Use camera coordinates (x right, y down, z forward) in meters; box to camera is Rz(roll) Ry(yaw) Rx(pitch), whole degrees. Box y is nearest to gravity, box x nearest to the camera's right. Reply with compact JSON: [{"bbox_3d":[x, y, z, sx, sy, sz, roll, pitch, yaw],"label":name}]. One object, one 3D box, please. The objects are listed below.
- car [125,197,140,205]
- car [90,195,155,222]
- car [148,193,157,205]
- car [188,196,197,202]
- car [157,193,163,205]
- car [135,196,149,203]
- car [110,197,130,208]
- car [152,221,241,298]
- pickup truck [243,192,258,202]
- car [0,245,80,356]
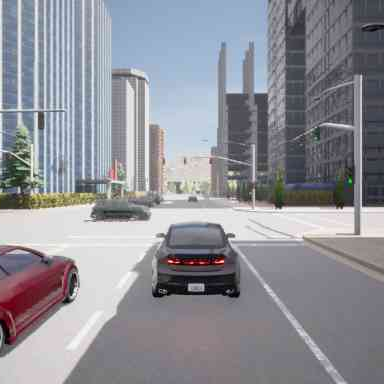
[{"bbox_3d":[-10.451,1.564,58.857,1.994,1.385,4.181,0,0,0],"label":"car"},{"bbox_3d":[-5.453,1.352,25.870,4.553,1.767,2.097,0,0,1],"label":"car"},{"bbox_3d":[-6.980,1.352,49.674,2.097,1.767,4.553,0,0,0],"label":"car"},{"bbox_3d":[0.157,1.524,75.591,1.812,1.442,4.674,0,0,0],"label":"car"},{"bbox_3d":[-6.947,1.222,59.514,2.150,2.045,5.566,0,0,1],"label":"car"},{"bbox_3d":[-10.357,1.525,69.018,2.128,1.511,4.902,0,0,0],"label":"car"},{"bbox_3d":[-10.482,1.478,48.873,1.882,1.535,5.008,0,0,0],"label":"car"},{"bbox_3d":[0.095,1.505,8.523,1.837,1.490,4.892,0,0,0],"label":"car"},{"bbox_3d":[13.272,1.059,72.747,2.390,2.098,6.274,0,0,31],"label":"pickup truck"},{"bbox_3d":[-3.427,1.564,5.565,1.994,1.385,4.181,0,0,1],"label":"car"}]
